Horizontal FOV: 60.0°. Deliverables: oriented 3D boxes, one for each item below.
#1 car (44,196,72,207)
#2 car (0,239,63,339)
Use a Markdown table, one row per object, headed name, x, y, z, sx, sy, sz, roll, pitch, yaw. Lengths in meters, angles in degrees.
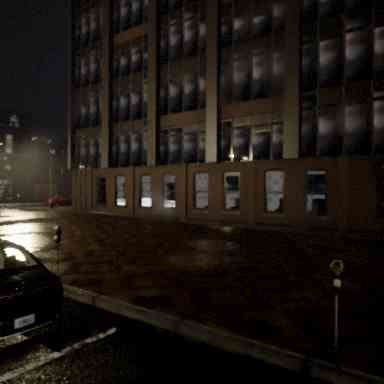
| name | x | y | z | sx | sy | sz | roll | pitch | yaw |
| --- | --- | --- | --- | --- | --- | --- | --- | --- | --- |
| car | -15.342 | 1.168 | 39.372 | 1.802 | 1.307 | 4.206 | 0 | 0 | 36 |
| car | -4.003 | 1.457 | 5.701 | 4.403 | 1.369 | 2.008 | 1 | 0 | 35 |
